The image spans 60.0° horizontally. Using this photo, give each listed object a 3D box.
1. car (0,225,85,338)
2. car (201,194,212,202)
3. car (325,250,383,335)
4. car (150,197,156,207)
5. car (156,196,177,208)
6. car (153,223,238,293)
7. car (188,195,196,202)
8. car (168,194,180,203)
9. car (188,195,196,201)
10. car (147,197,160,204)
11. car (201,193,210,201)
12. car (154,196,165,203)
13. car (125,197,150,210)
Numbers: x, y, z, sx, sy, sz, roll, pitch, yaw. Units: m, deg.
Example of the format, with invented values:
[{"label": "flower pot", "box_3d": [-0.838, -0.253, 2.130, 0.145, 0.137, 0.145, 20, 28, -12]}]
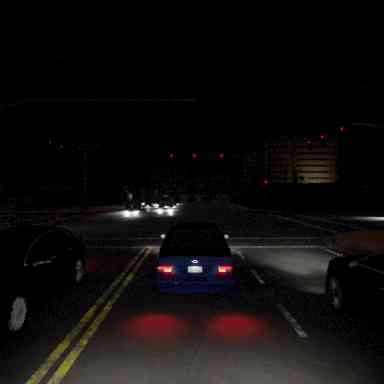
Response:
[{"label": "car", "box_3d": [-3.626, 1.505, 6.667, 1.837, 1.490, 4.892, 0, 0, 0]}, {"label": "car", "box_3d": [3.407, 1.344, 74.756, 2.097, 1.767, 4.553, 0, 0, 0]}, {"label": "car", "box_3d": [3.557, 1.491, 4.721, 2.128, 1.511, 4.902, 0, 0, 0]}, {"label": "car", "box_3d": [-7.157, 1.547, 52.377, 2.033, 1.411, 5.357, 0, 0, 0]}, {"label": "car", "box_3d": [-3.649, 1.601, 47.643, 1.895, 1.301, 4.718, 0, 0, 0]}, {"label": "car", "box_3d": [0.072, 1.547, 8.962, 2.033, 1.411, 5.357, 0, 0, 0]}, {"label": "car", "box_3d": [-0.092, 1.531, 74.462, 2.033, 1.411, 5.357, 0, 0, 0]}, {"label": "car", "box_3d": [-3.653, 1.491, 56.968, 2.128, 1.511, 4.902, 0, 0, 0]}, {"label": "car", "box_3d": [-0.105, 1.425, 84.736, 1.994, 1.385, 4.181, 0, 0, 0]}, {"label": "car", "box_3d": [-7.136, 1.601, 62.298, 1.895, 1.301, 4.718, 0, 0, 0]}, {"label": "car", "box_3d": [3.395, 1.228, 84.712, 2.097, 1.767, 4.553, 0, 0, 0]}, {"label": "car", "box_3d": [-7.091, 1.540, 73.015, 2.033, 1.411, 5.357, 0, 0, 0]}, {"label": "car", "box_3d": [-7.194, 1.491, 42.628, 2.128, 1.511, 4.902, 0, 0, 2]}]
